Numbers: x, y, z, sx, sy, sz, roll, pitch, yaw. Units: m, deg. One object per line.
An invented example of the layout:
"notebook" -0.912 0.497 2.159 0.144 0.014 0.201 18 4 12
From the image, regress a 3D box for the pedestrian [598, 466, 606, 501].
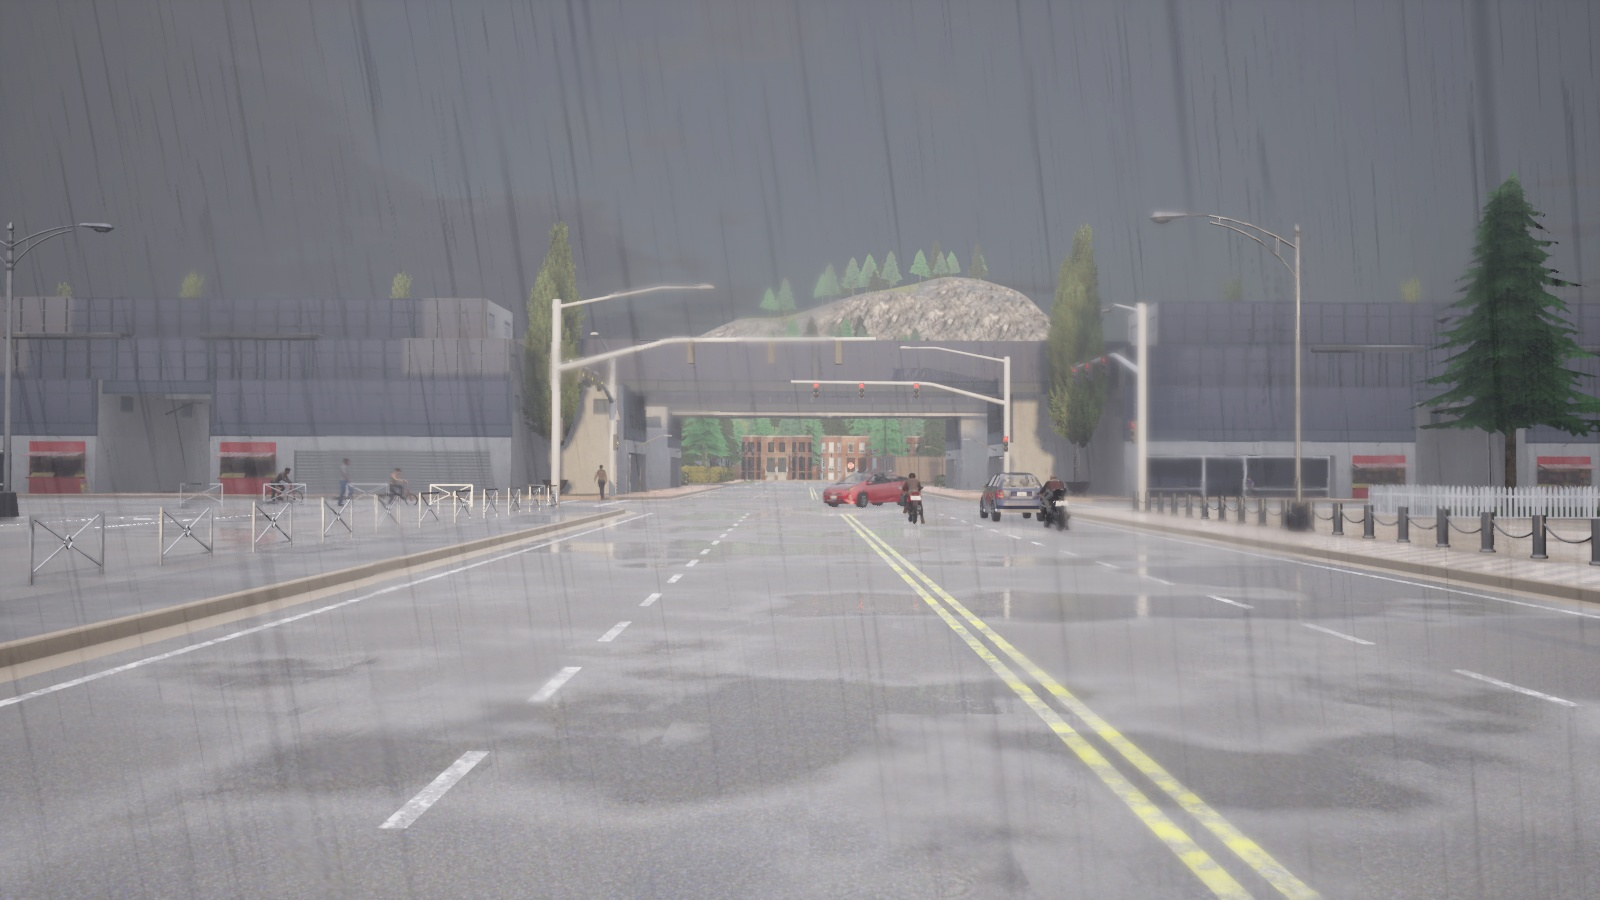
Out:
"pedestrian" -10.094 1.706 64.017 0.328 1.805 0.869 0 -1 -14

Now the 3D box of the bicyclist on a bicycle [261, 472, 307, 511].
"bicyclist on a bicycle" -21.627 1.735 52.620 1.656 1.620 0.582 0 -1 1

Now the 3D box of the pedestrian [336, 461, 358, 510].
"pedestrian" -17.216 1.342 47.762 0.706 1.836 0.354 0 -1 0

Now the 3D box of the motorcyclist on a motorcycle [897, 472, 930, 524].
"motorcyclist on a motorcycle" 3.393 1.415 37.733 0.797 1.523 2.044 0 -1 0

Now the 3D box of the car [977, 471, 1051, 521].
"car" 6.895 1.449 40.792 1.789 1.549 3.705 0 -1 0

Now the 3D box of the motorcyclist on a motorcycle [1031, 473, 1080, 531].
"motorcyclist on a motorcycle" 6.913 1.394 34.125 0.866 1.530 2.191 0 -1 0

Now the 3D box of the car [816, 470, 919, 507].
"car" 2.982 1.664 54.591 2.007 1.525 4.514 -1 -1 44
